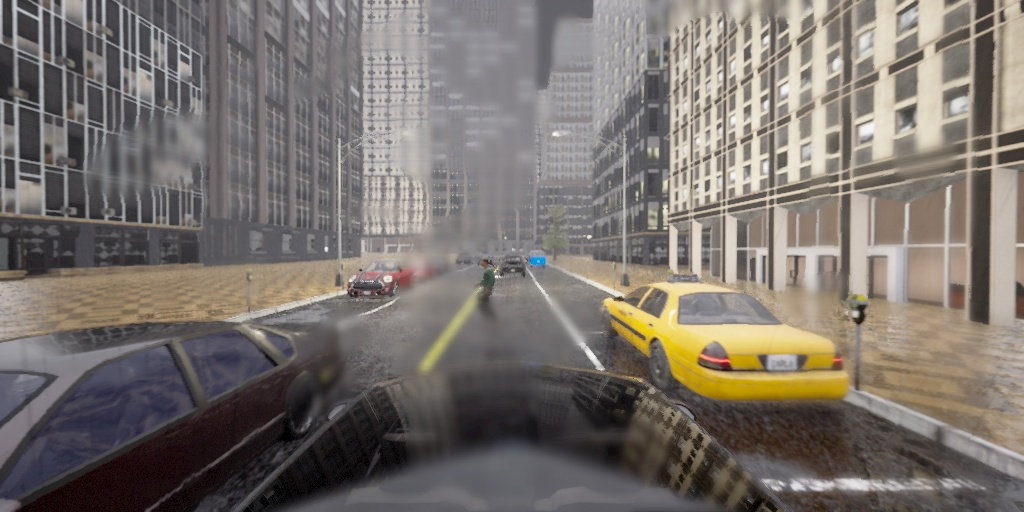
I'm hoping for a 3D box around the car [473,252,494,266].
[{"bbox_3d":[-3.082,0.412,42.981,2.033,1.411,5.357,0,1,0],"label":"car"}]

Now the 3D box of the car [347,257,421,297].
[{"bbox_3d":[-5.687,0.883,16.040,1.967,1.591,4.097,0,0,0],"label":"car"}]

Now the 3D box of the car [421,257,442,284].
[{"bbox_3d":[-5.686,0.904,21.682,1.802,1.307,4.207,0,0,0],"label":"car"}]

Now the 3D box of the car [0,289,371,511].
[{"bbox_3d":[-3.101,1.280,2.523,2.033,1.411,5.357,0,1,0],"label":"car"}]

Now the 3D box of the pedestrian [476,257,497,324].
[{"bbox_3d":[-0.671,0.876,9.545,0.375,1.860,0.375,1,1,0],"label":"pedestrian"}]

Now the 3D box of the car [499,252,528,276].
[{"bbox_3d":[0.072,0.698,27.754,1.837,1.490,4.892,0,2,0],"label":"car"}]

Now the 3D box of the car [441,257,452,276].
[{"bbox_3d":[-5.685,0.767,27.323,1.948,1.339,4.313,0,0,0],"label":"car"}]

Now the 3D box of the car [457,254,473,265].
[{"bbox_3d":[-5.682,0.403,44.247,1.948,1.339,4.313,0,0,0],"label":"car"}]

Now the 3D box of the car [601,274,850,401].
[{"bbox_3d":[3.000,1.102,6.547,1.801,1.575,5.366,0,1,0],"label":"car"}]

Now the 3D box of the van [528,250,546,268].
[{"bbox_3d":[2.699,0.300,38.598,1.690,1.789,3.998,0,0,0],"label":"van"}]
